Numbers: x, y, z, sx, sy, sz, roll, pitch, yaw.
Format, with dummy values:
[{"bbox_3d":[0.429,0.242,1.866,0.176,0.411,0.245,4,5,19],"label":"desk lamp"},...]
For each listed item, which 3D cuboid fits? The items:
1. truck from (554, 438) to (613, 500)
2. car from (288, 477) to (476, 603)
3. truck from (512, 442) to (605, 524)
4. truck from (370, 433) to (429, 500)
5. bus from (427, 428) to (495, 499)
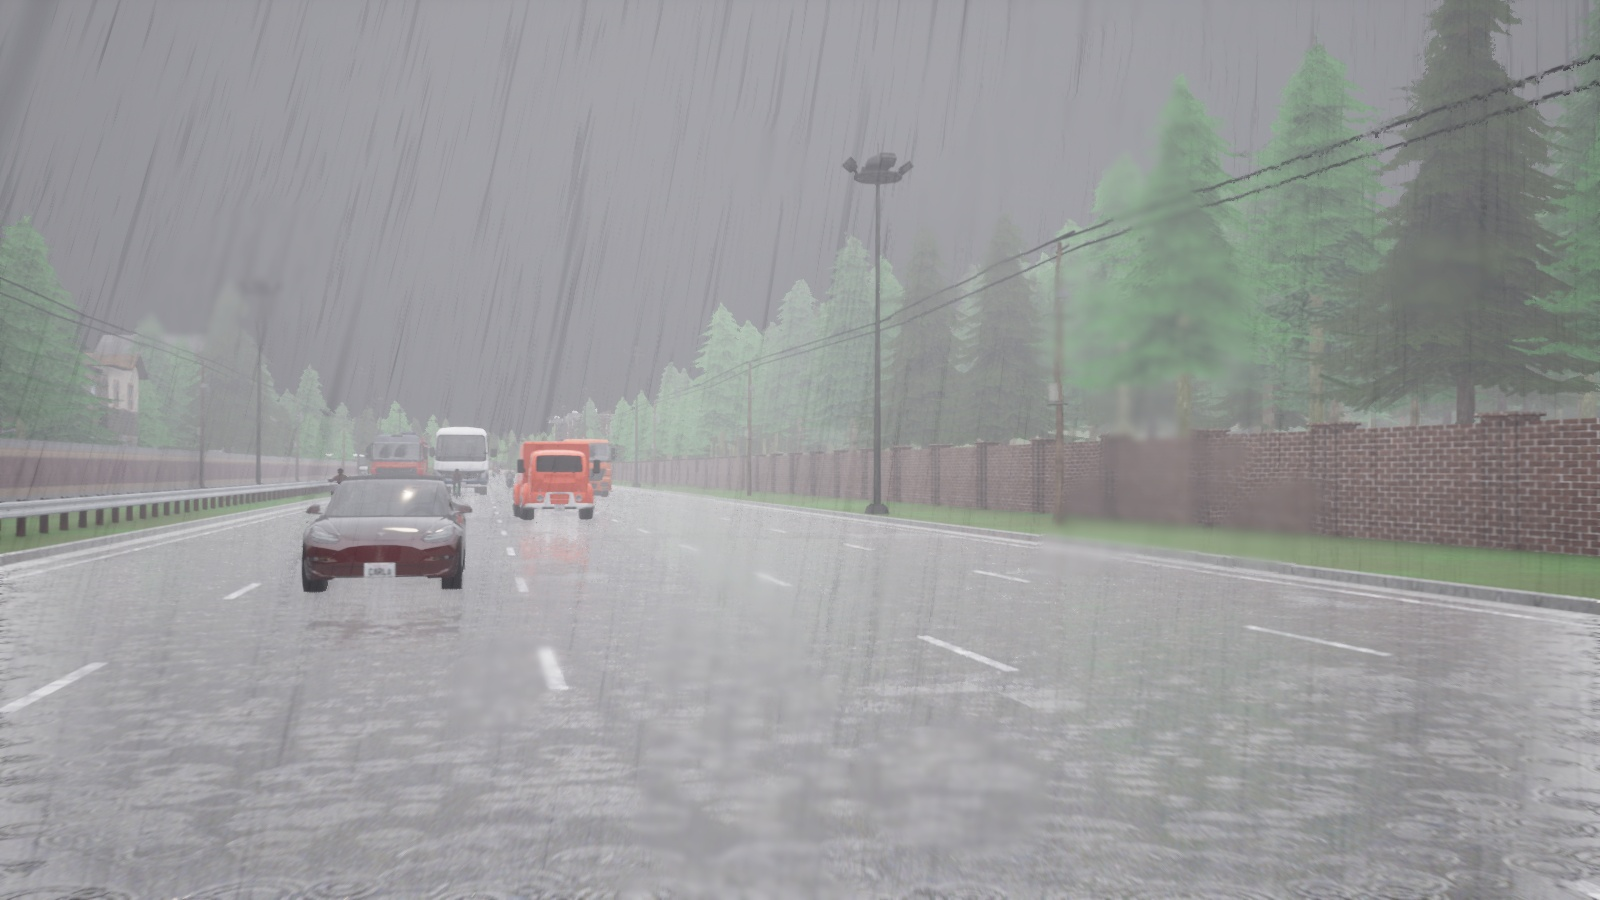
[{"bbox_3d":[-13.054,1.144,75.200,2.891,3.462,7.936,0,-1,-14],"label":"truck"},{"bbox_3d":[-5.702,1.134,17.702,2.163,1.488,4.792,0,-1,-14],"label":"car"},{"bbox_3d":[-7.886,1.038,40.563,2.627,2.467,5.204,0,-1,-14],"label":"truck"},{"bbox_3d":[-23.915,1.006,75.316,2.891,3.827,8.468,0,-1,-14],"label":"truck"},{"bbox_3d":[-21.668,0.875,80.694,3.944,4.253,10.273,0,-1,-14],"label":"bus"}]
